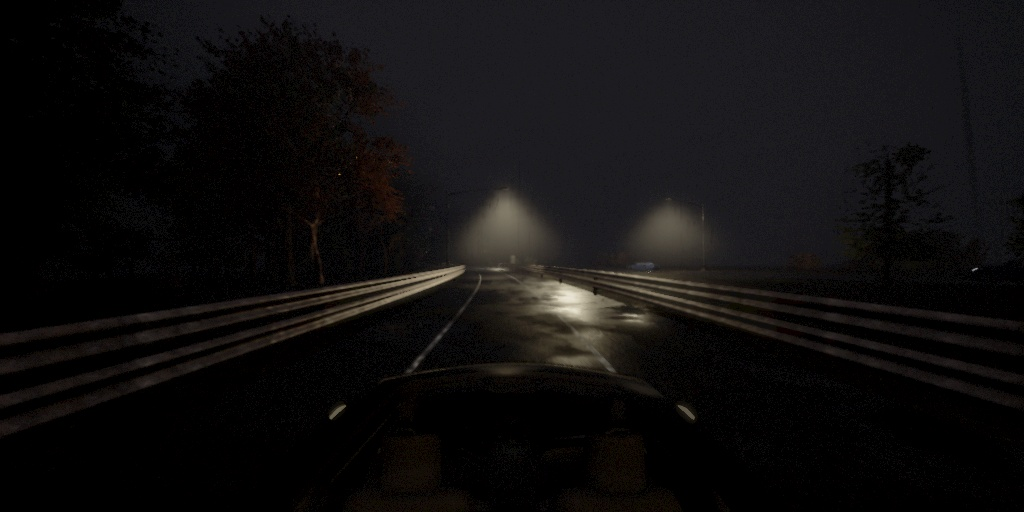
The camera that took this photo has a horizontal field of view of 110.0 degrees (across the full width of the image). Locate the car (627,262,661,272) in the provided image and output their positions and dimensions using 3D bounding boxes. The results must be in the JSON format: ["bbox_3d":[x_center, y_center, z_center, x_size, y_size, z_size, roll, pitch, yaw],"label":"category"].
[{"bbox_3d":[20.204,1.655,55.028,2.033,1.411,5.357,0,-1,-25],"label":"car"}]

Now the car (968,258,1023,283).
[{"bbox_3d":[34.361,0.932,24.071,2.097,1.767,4.553,0,-1,-25],"label":"car"}]
